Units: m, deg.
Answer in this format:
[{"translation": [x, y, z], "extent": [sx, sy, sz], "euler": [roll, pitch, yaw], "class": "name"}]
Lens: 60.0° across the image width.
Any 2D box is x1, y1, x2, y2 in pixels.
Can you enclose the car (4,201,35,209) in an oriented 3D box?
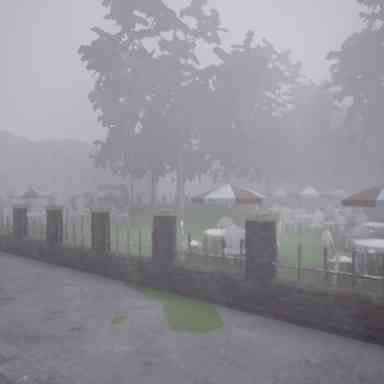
[{"translation": [-18.825, 1.722, 35.413], "extent": [2.128, 1.511, 4.902], "euler": [0, 0, 39], "class": "car"}]
